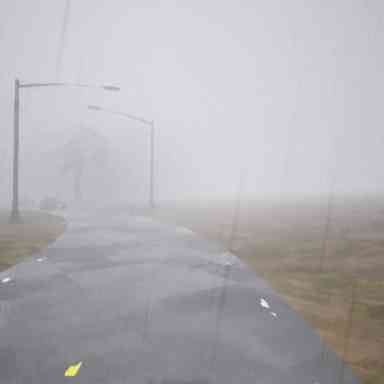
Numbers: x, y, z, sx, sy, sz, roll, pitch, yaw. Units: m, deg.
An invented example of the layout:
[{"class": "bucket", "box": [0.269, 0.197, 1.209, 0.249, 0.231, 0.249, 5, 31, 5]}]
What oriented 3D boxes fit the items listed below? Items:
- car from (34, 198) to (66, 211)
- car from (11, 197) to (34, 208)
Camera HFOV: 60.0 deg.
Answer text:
[{"class": "car", "box": [-16.555, 1.463, 39.394, 2.128, 1.511, 4.902, 2, -2, -42]}, {"class": "car", "box": [-27.655, 1.620, 54.346, 4.553, 1.767, 2.097, -1, -2, 36]}]
